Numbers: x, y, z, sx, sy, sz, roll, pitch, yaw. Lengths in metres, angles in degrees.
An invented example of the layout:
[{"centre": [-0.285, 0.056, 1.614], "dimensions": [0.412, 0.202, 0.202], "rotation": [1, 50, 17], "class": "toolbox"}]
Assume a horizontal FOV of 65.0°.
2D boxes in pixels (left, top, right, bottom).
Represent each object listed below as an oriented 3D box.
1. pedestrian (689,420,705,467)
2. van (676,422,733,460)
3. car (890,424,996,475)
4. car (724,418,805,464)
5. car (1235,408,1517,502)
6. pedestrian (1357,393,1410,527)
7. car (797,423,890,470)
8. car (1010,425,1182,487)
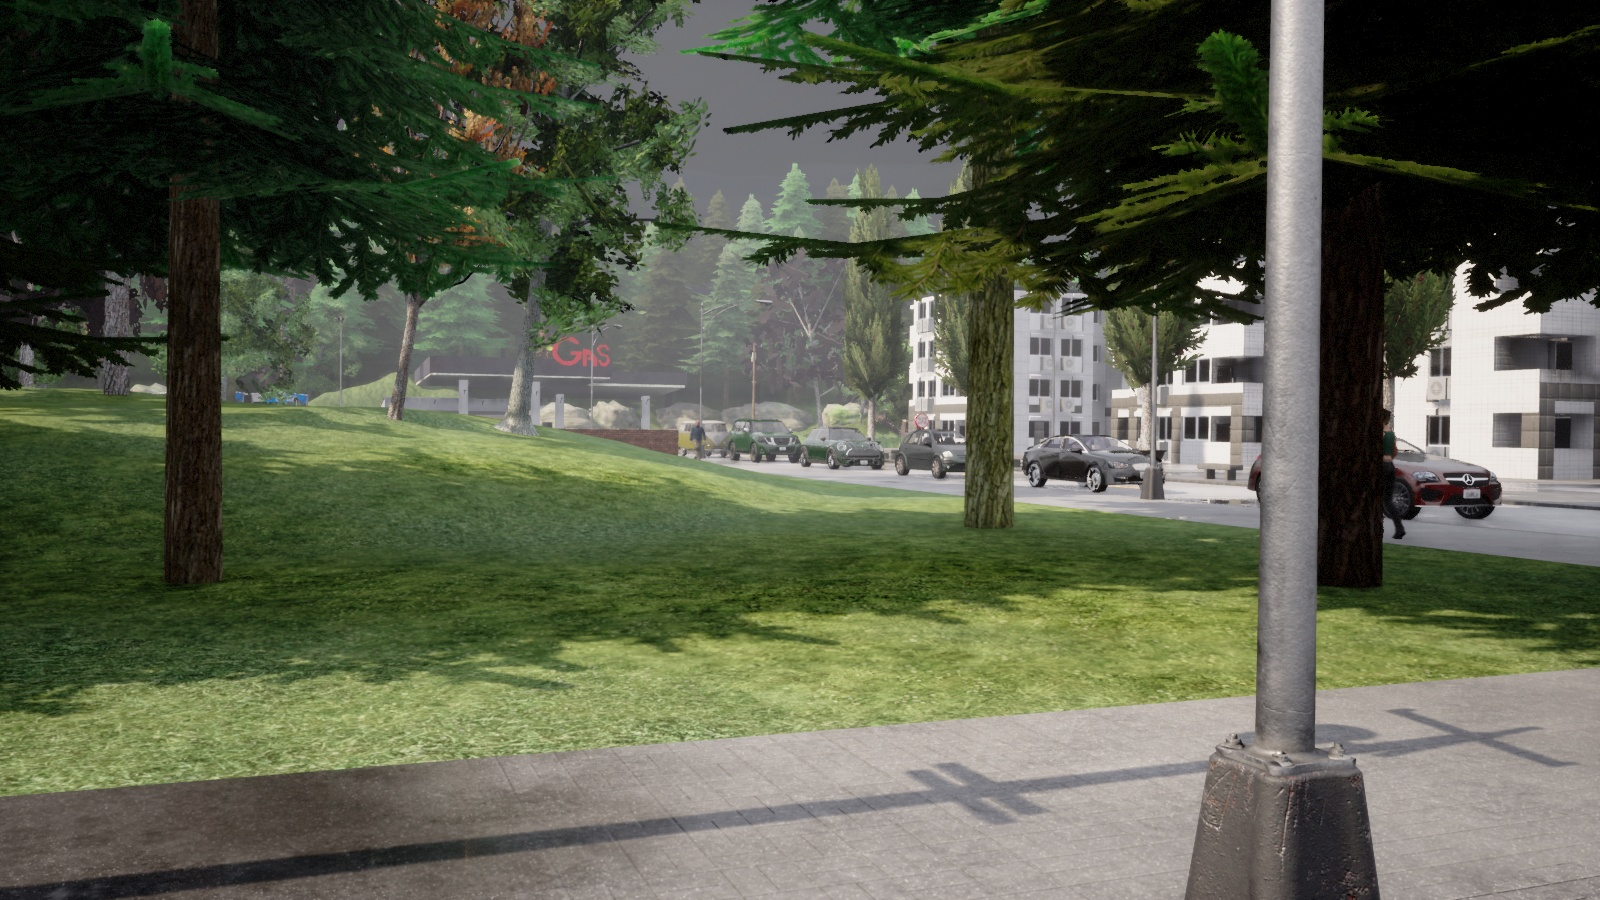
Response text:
[{"centre": [-4.139, -0.269, 50.465], "dimensions": [0.402, 1.842, 0.726], "rotation": [-1, 1, -21], "class": "pedestrian"}, {"centre": [-5.219, -0.506, 68.236], "dimensions": [1.775, 1.987, 4.442], "rotation": [-1, 1, -23], "class": "van"}, {"centre": [4.729, -0.040, 42.088], "dimensions": [1.851, 1.617, 3.988], "rotation": [-1, 1, -21], "class": "car"}, {"centre": [-1.750, -0.427, 59.157], "dimensions": [2.150, 2.045, 5.566], "rotation": [-1, 1, -20], "class": "car"}, {"centre": [11.236, 0.049, 24.984], "dimensions": [2.152, 1.651, 5.027], "rotation": [-1, 1, -21], "class": "car"}, {"centre": [8.176, 0.133, 17.608], "dimensions": [0.345, 1.836, 0.594], "rotation": [-1, 1, -25], "class": "pedestrian"}, {"centre": [1.674, -0.177, 50.135], "dimensions": [2.097, 1.767, 4.553], "rotation": [-1, 1, -21], "class": "car"}, {"centre": [7.848, 0.118, 33.881], "dimensions": [2.128, 1.511, 4.902], "rotation": [-1, 1, -21], "class": "car"}]
